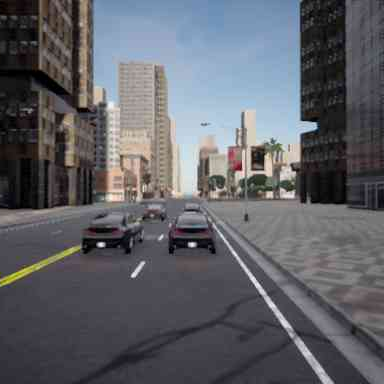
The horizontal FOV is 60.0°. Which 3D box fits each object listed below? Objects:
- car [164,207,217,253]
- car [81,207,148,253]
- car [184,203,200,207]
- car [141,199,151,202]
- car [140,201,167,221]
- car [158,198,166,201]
[{"bbox_3d":[0.009,1.626,14.290,1.837,1.490,4.892,0,0,0],"label":"car"},{"bbox_3d":[-3.241,1.626,14.298,1.837,1.490,4.892,0,0,0],"label":"car"},{"bbox_3d":[0.017,1.742,29.286,1.837,1.490,4.892,0,0,0],"label":"car"},{"bbox_3d":[-9.718,2.108,70.754,1.994,1.385,4.181,0,0,0],"label":"car"},{"bbox_3d":[-3.233,1.761,29.375,1.812,1.442,4.674,0,0,0],"label":"car"},{"bbox_3d":[-6.467,2.079,70.753,1.812,1.442,4.674,0,0,0],"label":"car"}]
